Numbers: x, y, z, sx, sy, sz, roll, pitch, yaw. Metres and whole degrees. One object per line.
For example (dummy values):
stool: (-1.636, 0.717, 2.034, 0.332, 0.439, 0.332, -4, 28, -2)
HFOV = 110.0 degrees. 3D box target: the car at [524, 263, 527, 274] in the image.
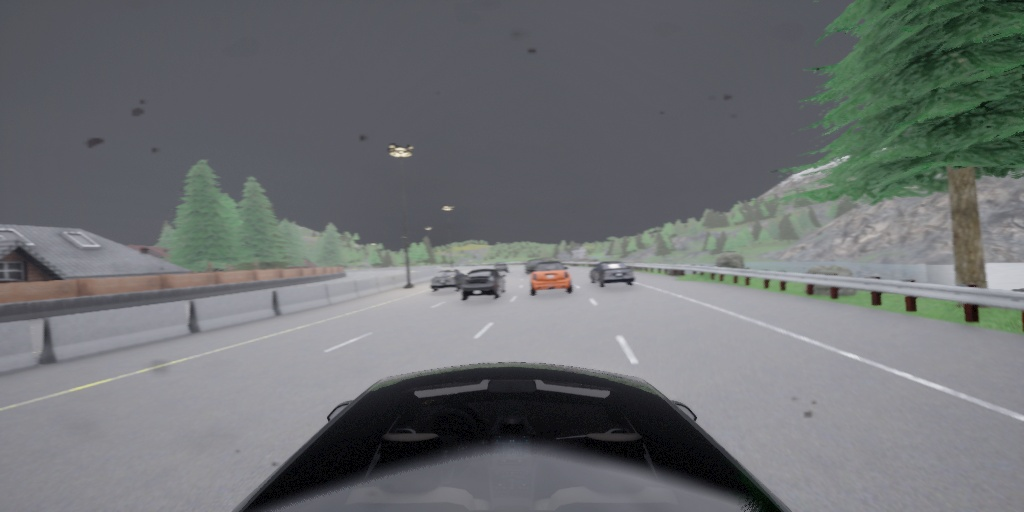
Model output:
car: (2.514, 1.139, 40.226, 2.097, 1.767, 4.553, -4, 0, -2)

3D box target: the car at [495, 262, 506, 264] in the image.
car: (-1.649, 1.599, 51.258, 2.128, 1.511, 4.902, -3, 0, -6)

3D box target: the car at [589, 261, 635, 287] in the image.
car: (5.856, 1.027, 21.526, 2.033, 1.411, 5.357, -4, 0, 4)

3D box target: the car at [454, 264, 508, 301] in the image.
car: (-1.451, 1.436, 19.263, 1.837, 1.490, 4.892, -3, 0, 5)

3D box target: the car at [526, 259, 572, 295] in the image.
car: (2.093, 1.062, 20.113, 2.097, 1.767, 4.553, -4, 0, 4)

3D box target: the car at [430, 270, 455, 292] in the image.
car: (-4.378, 1.695, 25.604, 2.033, 1.411, 5.357, -4, 0, 2)
